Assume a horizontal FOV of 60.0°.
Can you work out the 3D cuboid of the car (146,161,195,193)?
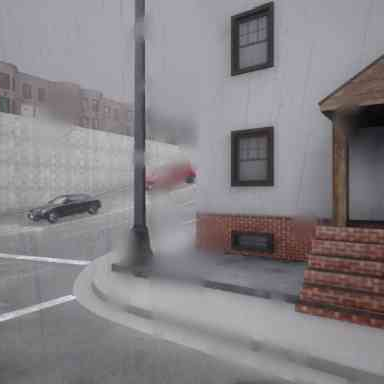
[{"bbox_3d":[-1.915,-1.376,29.349,2.150,2.045,5.566,0,14,35],"label":"car"}]

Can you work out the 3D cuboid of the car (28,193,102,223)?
[{"bbox_3d":[-7.849,0.873,20.868,1.812,1.442,4.674,0,7,35],"label":"car"}]
